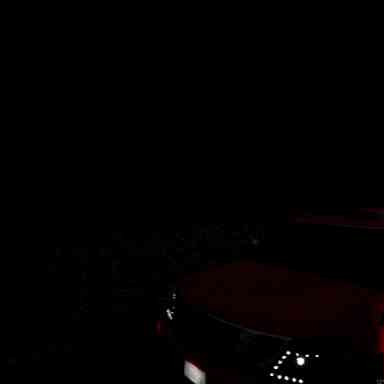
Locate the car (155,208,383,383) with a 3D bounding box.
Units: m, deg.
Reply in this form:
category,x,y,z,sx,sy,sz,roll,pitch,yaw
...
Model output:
category,x,y,z,sx,sy,sz,roll,pitch,yaw
car,2.244,1.276,4.559,5.566,2.045,2.150,1,0,-37
